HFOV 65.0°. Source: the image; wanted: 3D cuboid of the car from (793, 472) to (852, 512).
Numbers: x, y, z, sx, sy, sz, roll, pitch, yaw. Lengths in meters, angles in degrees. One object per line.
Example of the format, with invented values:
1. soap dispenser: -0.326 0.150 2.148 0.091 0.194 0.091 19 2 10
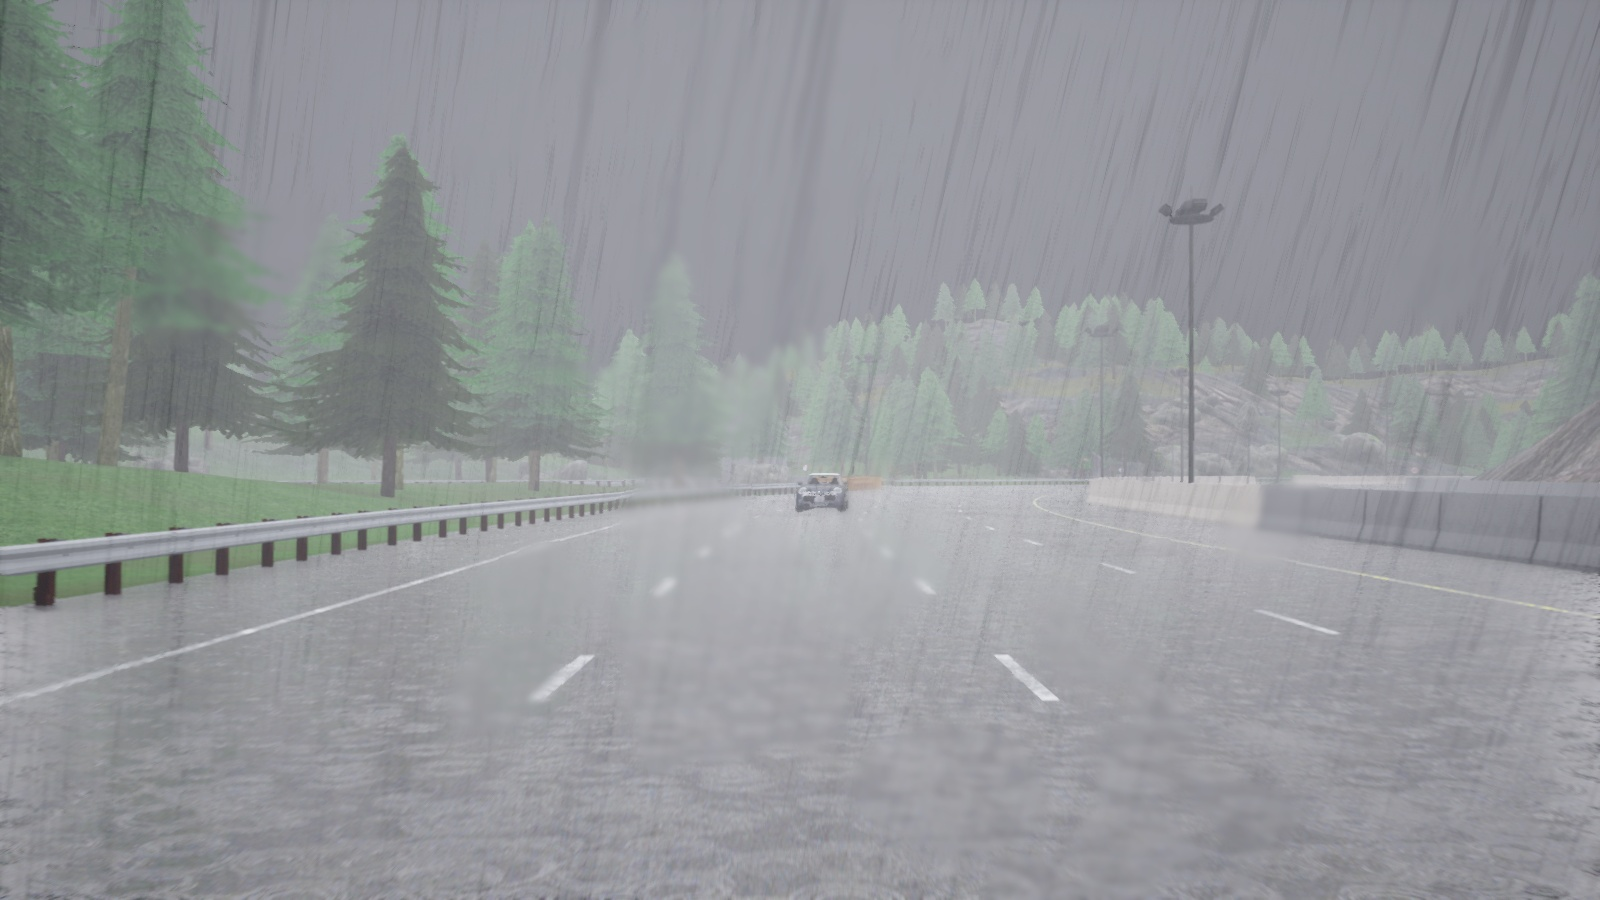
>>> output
1. car: 0.902 1.578 47.898 1.970 1.475 3.806 0 -1 6
